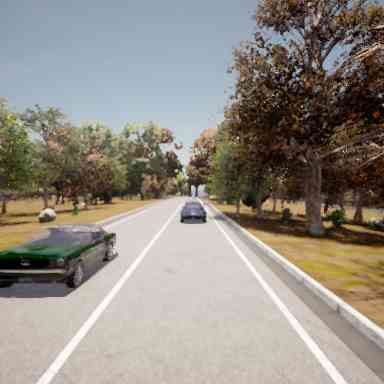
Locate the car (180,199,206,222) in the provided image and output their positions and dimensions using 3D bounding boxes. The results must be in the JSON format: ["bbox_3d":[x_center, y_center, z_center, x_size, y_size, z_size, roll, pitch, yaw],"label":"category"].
[{"bbox_3d":[0.096,1.511,26.154,1.994,1.385,4.181,0,0,0],"label":"car"}]

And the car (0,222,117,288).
[{"bbox_3d":[-3.534,1.583,9.321,1.895,1.301,4.718,0,0,1],"label":"car"}]
